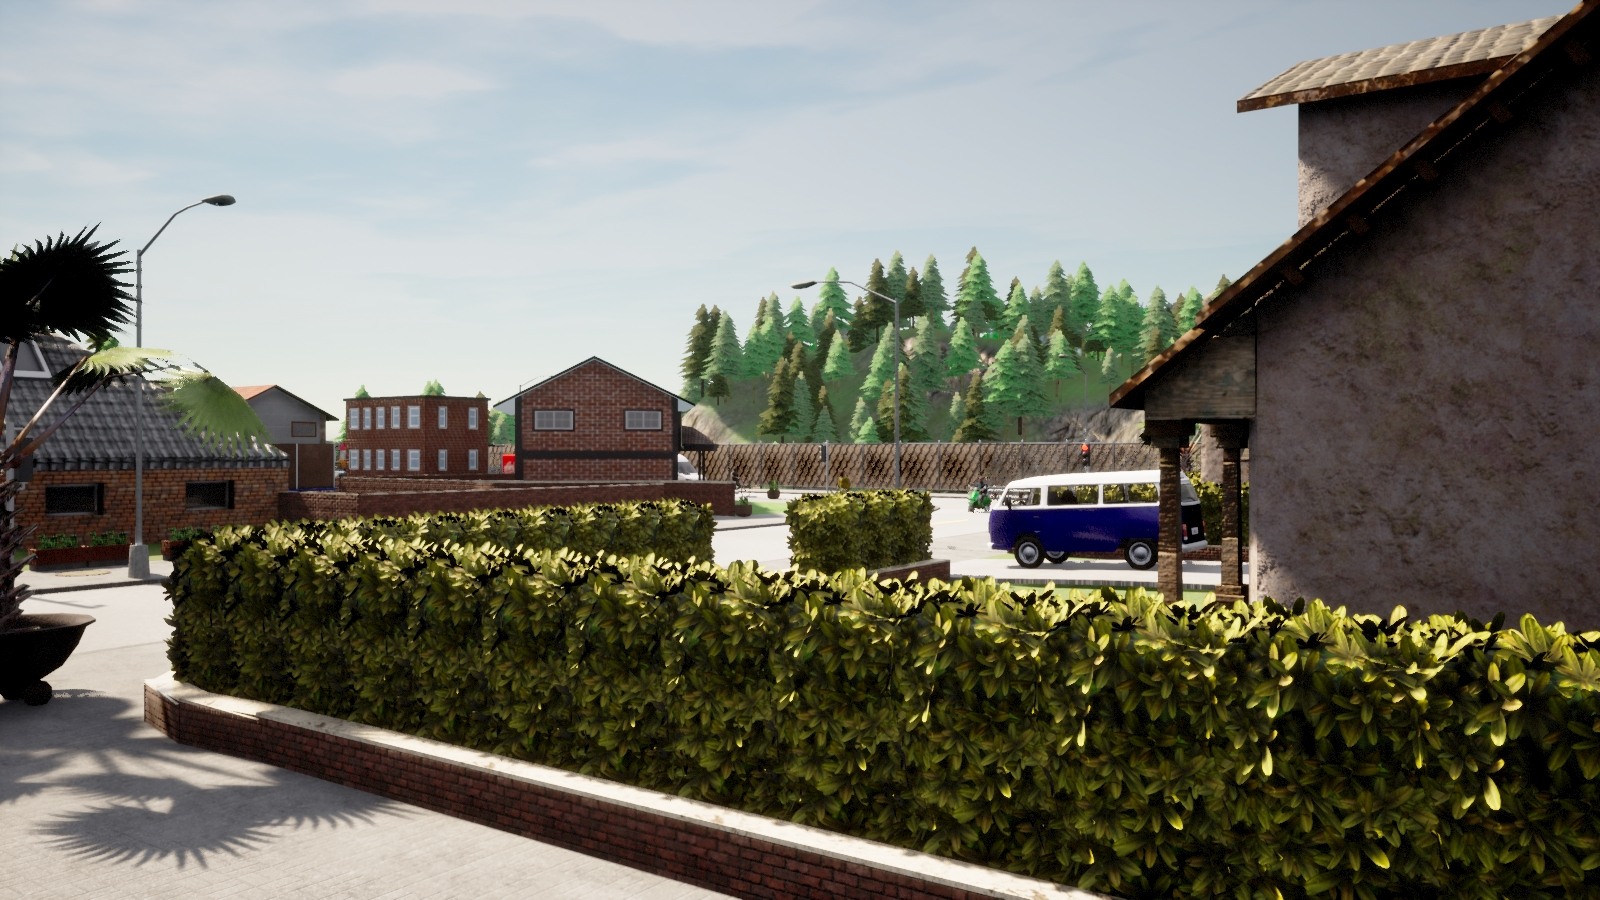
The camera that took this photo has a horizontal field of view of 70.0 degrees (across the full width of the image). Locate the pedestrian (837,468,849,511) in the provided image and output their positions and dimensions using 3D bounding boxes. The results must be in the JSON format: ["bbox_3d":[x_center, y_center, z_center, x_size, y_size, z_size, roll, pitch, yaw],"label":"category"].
[{"bbox_3d":[1.879,1.734,50.269,0.375,1.860,0.375,0,0,-34],"label":"pedestrian"}]

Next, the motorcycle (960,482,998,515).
[{"bbox_3d":[7.945,2.133,50.563,0.856,1.316,1.805,2,1,39],"label":"motorcycle"}]

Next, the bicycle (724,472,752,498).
[{"bbox_3d":[-3.643,2.044,67.431,1.835,1.471,0.329,0,0,35],"label":"bicycle"}]
